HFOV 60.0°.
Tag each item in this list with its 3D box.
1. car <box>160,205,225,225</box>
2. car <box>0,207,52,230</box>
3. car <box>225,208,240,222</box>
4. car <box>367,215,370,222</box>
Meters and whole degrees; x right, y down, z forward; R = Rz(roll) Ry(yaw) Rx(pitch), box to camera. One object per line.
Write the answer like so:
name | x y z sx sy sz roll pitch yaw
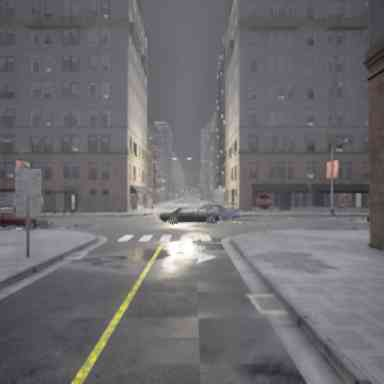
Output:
car | -0.098 1.875 25.984 4.718 1.301 1.895 0 -1 0
car | -11.952 1.784 22.598 4.674 1.442 1.812 0 -1 4
car | 1.528 1.852 29.438 5.357 1.411 2.033 0 -1 0
car | 14.773 1.825 22.737 4.718 1.301 1.895 0 -1 0
